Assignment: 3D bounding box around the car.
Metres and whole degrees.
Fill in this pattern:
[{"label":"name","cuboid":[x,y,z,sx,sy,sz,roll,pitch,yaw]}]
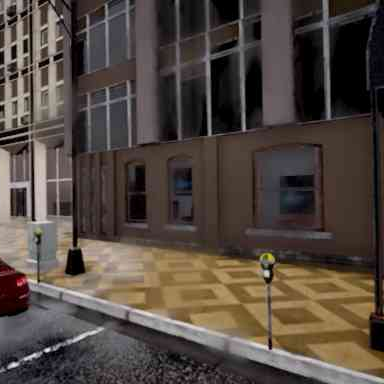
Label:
[{"label":"car","cuboid":[-4.665,1.606,6.215,4.206,1.307,1.802,0,-1,36]}]
